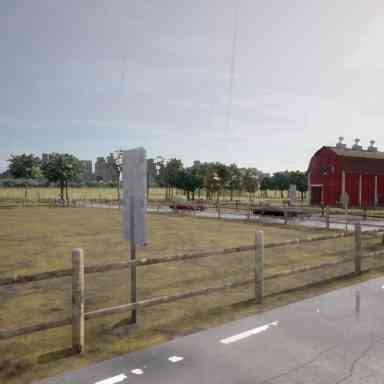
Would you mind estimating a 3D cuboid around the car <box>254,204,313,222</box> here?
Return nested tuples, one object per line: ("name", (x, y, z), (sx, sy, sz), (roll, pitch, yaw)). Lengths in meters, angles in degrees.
("car", (7.397, 1.672, 27.267), (1.895, 1.301, 4.718), (-1, 0, -35))

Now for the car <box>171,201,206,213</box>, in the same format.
("car", (-0.429, 1.722, 38.333), (1.895, 1.301, 4.718), (-1, 0, -35))
